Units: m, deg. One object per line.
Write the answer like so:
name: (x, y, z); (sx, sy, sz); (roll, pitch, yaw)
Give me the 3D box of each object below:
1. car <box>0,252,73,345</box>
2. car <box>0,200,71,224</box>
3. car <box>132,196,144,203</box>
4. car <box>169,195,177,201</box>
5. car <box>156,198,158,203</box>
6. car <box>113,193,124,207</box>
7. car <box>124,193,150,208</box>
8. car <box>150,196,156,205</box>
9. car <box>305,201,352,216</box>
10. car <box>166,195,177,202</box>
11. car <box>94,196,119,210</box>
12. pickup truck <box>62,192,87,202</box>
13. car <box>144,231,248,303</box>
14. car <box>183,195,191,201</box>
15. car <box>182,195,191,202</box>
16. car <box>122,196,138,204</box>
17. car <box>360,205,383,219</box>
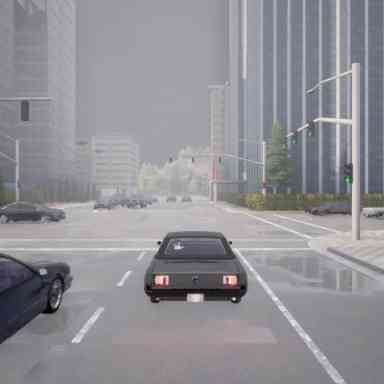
car: (-3.435, 1.547, 4.558); (2.033, 1.411, 5.357); (0, 0, 0)
car: (-11.729, 1.505, 24.099); (4.892, 1.490, 1.837); (0, 0, -1)
car: (-11.682, 1.546, 72.583); (1.994, 1.385, 4.181); (0, 0, -1)
car: (-4.867, 1.524, 84.706); (1.812, 1.442, 4.674); (0, 0, -1)
car: (-8.113, 1.564, 67.965); (1.994, 1.385, 4.181); (0, 0, 0)
car: (-11.467, 1.221, 52.655); (2.150, 2.045, 5.566); (0, 0, -1)
car: (-7.911, 1.221, 48.169); (2.150, 2.045, 5.566); (0, 0, -1)
car: (-8.039, 1.352, 57.918); (2.097, 1.767, 4.553); (0, 0, -1)
car: (13.590, 1.547, 31.559); (5.357, 1.411, 2.033); (0, 0, -3)
car: (-4.702, 1.500, 74.538); (1.837, 1.490, 4.892); (0, 0, -1)
car: (-11.332, 1.564, 43.322); (1.994, 1.385, 4.181); (0, 0, -1)
pickup truck: (-24.753, 1.059, 69.215); (2.390, 2.098, 6.274); (0, 0, 30)
car: (0.069, 1.601, 8.153); (1.895, 1.301, 4.718); (0, 0, 0)
car: (-1.367, 1.540, 84.774); (2.033, 1.411, 5.357); (0, 0, -1)
car: (-1.212, 1.553, 74.999); (1.994, 1.385, 4.181); (0, 0, -1)
car: (-11.585, 1.491, 62.667); (2.128, 1.511, 4.902); (0, 0, -1)
car: (16.945, 1.601, 28.051); (4.718, 1.301, 1.895); (0, 0, 0)
